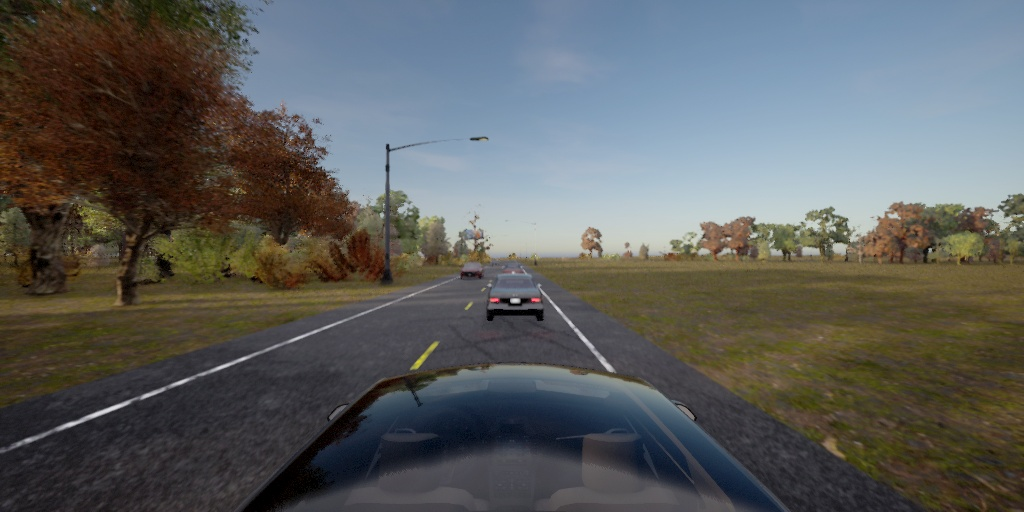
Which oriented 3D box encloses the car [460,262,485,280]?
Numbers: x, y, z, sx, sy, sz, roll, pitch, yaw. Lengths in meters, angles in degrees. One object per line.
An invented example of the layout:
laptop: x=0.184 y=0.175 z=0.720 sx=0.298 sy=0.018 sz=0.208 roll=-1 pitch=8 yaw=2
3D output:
car: x=-3.599 y=1.320 z=32.988 sx=1.882 sy=1.535 sz=5.008 roll=0 pitch=0 yaw=0

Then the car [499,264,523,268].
car: x=0.096 y=1.407 z=33.206 sx=1.994 sy=1.385 sz=4.181 roll=0 pitch=0 yaw=0

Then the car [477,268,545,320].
car: x=0.094 y=1.330 z=12.711 sx=2.033 sy=1.411 sz=5.357 roll=0 pitch=0 yaw=0
